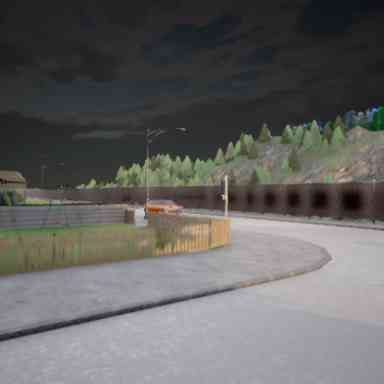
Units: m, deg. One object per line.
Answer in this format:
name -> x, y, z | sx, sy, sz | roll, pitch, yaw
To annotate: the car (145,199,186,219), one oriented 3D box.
car -> -2.495, 1.459, 30.658 | 2.097, 1.767, 4.553 | 1, 0, -35
